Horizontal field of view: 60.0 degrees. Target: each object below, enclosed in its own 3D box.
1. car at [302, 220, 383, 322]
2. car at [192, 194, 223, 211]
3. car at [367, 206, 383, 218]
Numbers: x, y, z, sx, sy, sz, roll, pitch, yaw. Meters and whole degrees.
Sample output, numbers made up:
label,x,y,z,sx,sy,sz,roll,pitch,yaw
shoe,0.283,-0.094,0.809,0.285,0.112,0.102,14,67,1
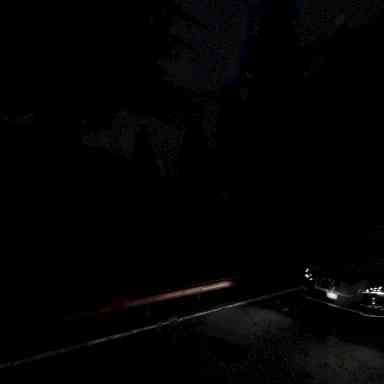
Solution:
label,x,y,z,sx,sy,sz,roll,pitch,yaw
car,4.371,1.505,7.026,4.892,1.490,1.837,0,0,-35
car,2.847,1.232,40.654,2.150,2.045,5.566,0,1,-36
car,15.011,1.579,23.967,1.994,1.385,4.181,0,0,-36
